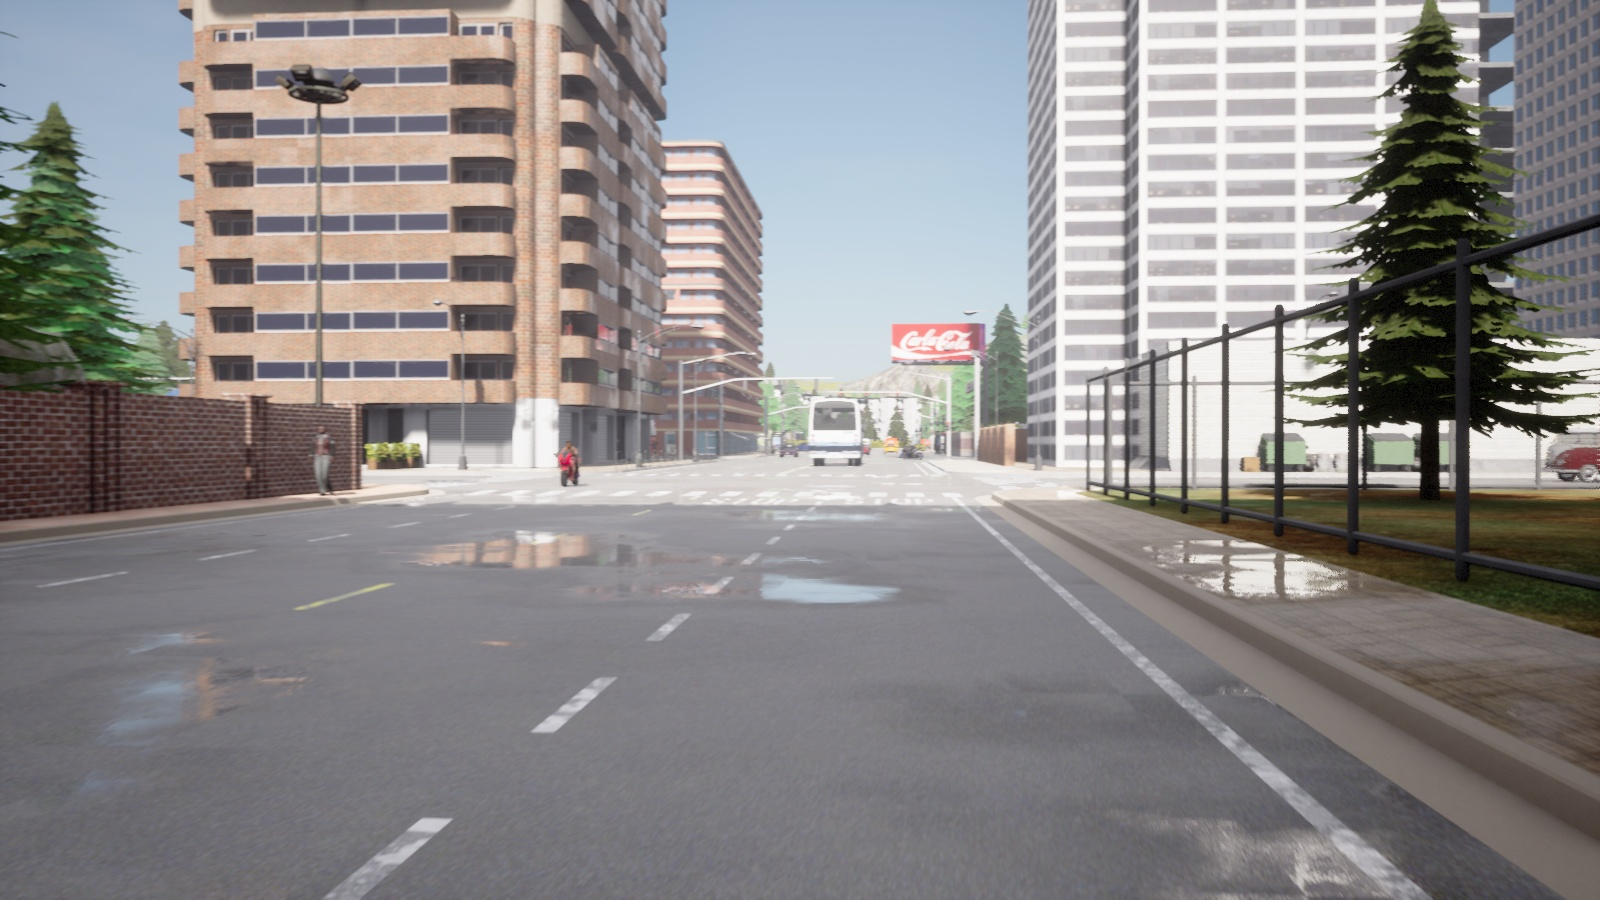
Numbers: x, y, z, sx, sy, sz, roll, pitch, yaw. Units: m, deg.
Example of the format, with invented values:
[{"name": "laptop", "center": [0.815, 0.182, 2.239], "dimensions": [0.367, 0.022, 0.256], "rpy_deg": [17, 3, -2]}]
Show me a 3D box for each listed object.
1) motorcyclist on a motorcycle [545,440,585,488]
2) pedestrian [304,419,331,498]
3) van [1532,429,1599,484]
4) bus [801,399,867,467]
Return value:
[{"name": "motorcyclist on a motorcycle", "center": [-7.666, 0.438, 41.087], "dimensions": [0.797, 1.523, 2.044], "rpy_deg": [0, 0, 4]}, {"name": "pedestrian", "center": [-11.938, 0.208, 31.088], "dimensions": [0.402, 1.930, 0.666], "rpy_deg": [0, 0, 3]}, {"name": "van", "center": [29.461, 0.236, 45.815], "dimensions": [4.442, 1.987, 1.775], "rpy_deg": [0, 0, 4]}, {"name": "bus", "center": [2.368, -1.100, 83.722], "dimensions": [3.944, 4.253, 10.273], "rpy_deg": [0, 0, 4]}]
